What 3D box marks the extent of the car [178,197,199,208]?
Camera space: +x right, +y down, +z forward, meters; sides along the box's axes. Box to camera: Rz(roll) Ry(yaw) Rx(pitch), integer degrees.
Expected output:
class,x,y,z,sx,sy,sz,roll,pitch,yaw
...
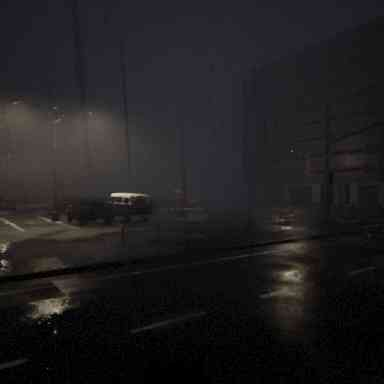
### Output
class,x,y,z,sx,sy,sz,roll,pitch,yaw
car,-0.934,1.486,49.165,1.882,1.535,5.008,0,0,-35

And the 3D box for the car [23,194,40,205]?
class,x,y,z,sx,sy,sz,roll,pitch,yaw
car,-26.888,1.194,55.600,1.932,1.855,4.605,0,0,-35

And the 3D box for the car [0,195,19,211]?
class,x,y,z,sx,sy,sz,roll,pitch,yaw
car,-21.454,1.445,38.135,1.970,1.475,3.806,0,0,-35

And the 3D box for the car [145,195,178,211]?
class,x,y,z,sx,sy,sz,roll,pitch,yaw
car,-4.511,1.519,48.163,1.837,1.490,4.892,0,0,-35
